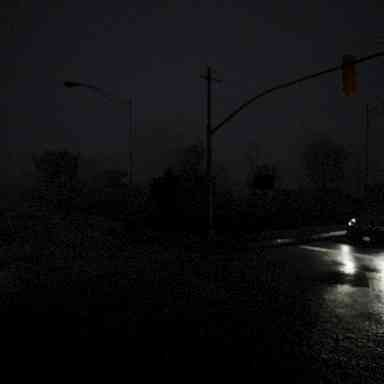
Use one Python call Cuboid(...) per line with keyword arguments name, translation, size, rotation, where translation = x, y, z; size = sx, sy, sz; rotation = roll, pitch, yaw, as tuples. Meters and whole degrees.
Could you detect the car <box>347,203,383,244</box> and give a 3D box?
Cuboid(name="car", translation=(8.777, 1.269, 14.553), size=(4.553, 1.767, 2.097), rotation=(0, 0, -35))
